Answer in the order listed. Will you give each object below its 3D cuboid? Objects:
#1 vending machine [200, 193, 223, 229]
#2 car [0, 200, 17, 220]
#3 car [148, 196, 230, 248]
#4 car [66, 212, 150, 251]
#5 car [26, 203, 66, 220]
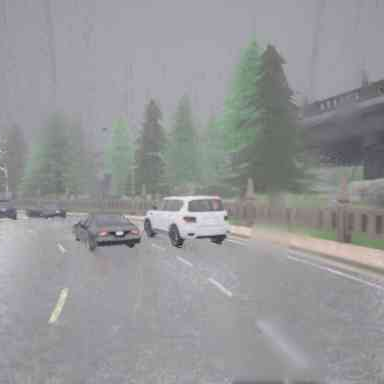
[{"bbox_3d":[1.201,1.147,20.539,1.100,2.100,0.880,-1,0,-32],"label":"vending machine"},{"bbox_3d":[-16.641,1.475,27.883,4.553,1.767,2.097,0,0,38],"label":"car"},{"bbox_3d":[-0.428,1.199,15.131,2.150,2.045,5.566,0,0,-26],"label":"car"},{"bbox_3d":[-3.842,1.562,14.379,2.033,1.411,5.357,-1,0,-28],"label":"car"},{"bbox_3d":[-12.911,1.645,29.383,4.181,1.385,1.994,-1,0,39],"label":"car"}]
